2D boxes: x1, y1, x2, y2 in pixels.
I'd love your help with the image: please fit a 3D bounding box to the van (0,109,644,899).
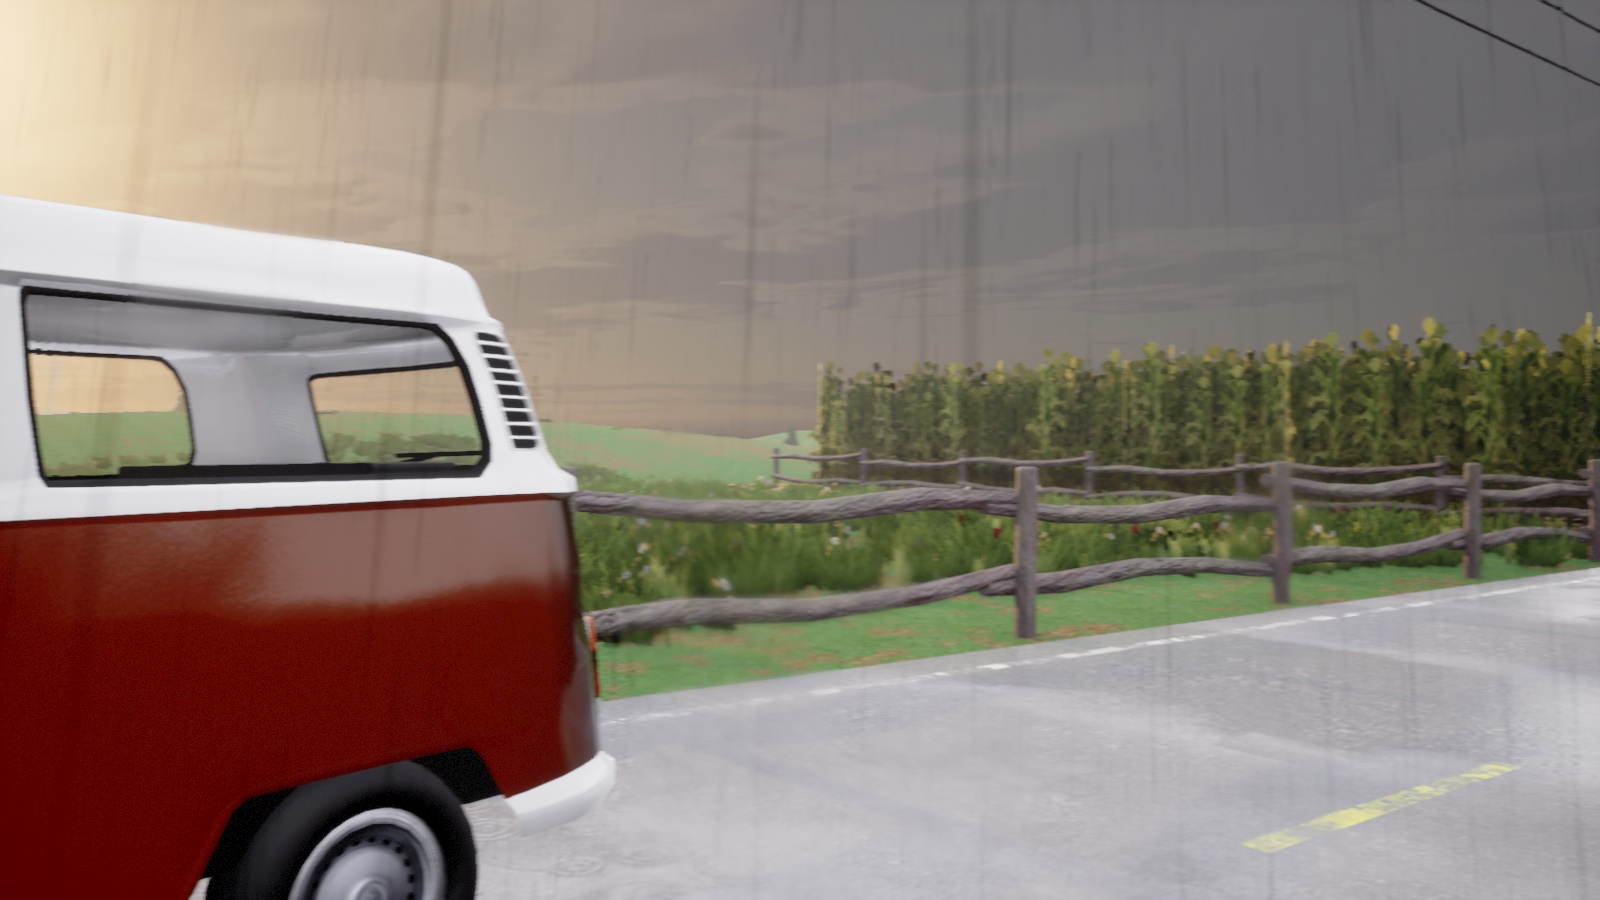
[{"bbox_3d":[-2.589,0.428,2.343,2.069,2.038,4.480,-1,-1,35],"label":"van"}]
